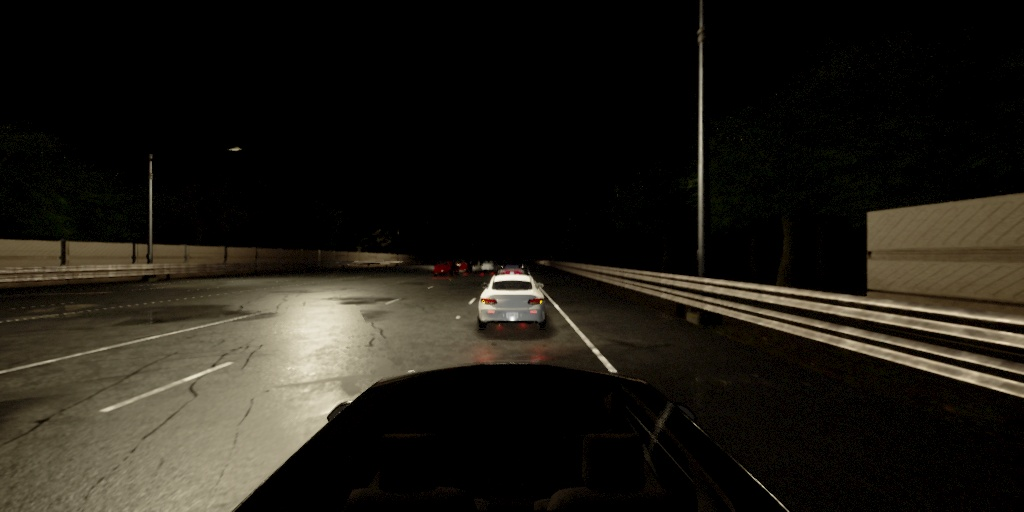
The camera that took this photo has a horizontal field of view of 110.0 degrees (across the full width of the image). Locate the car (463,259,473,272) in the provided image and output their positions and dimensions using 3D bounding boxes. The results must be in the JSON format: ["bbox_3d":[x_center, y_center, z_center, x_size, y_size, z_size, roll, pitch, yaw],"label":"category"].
[{"bbox_3d":[-6.450,1.189,46.829,2.097,1.767,4.553,0,0,2],"label":"car"}]

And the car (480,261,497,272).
[{"bbox_3d":[-2.942,1.344,47.014,1.812,1.442,4.674,0,0,2],"label":"car"}]

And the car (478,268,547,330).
[{"bbox_3d":[0.009,1.266,11.000,1.812,1.442,4.674,0,0,0],"label":"car"}]

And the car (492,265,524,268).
[{"bbox_3d":[0.002,1.348,20.017,1.895,1.301,4.718,0,0,0],"label":"car"}]

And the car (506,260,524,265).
[{"bbox_3d":[0.031,1.310,29.620,1.994,1.385,4.181,0,0,1],"label":"car"}]

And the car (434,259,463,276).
[{"bbox_3d":[-6.738,1.279,37.322,1.882,1.535,5.008,0,0,2],"label":"car"}]
